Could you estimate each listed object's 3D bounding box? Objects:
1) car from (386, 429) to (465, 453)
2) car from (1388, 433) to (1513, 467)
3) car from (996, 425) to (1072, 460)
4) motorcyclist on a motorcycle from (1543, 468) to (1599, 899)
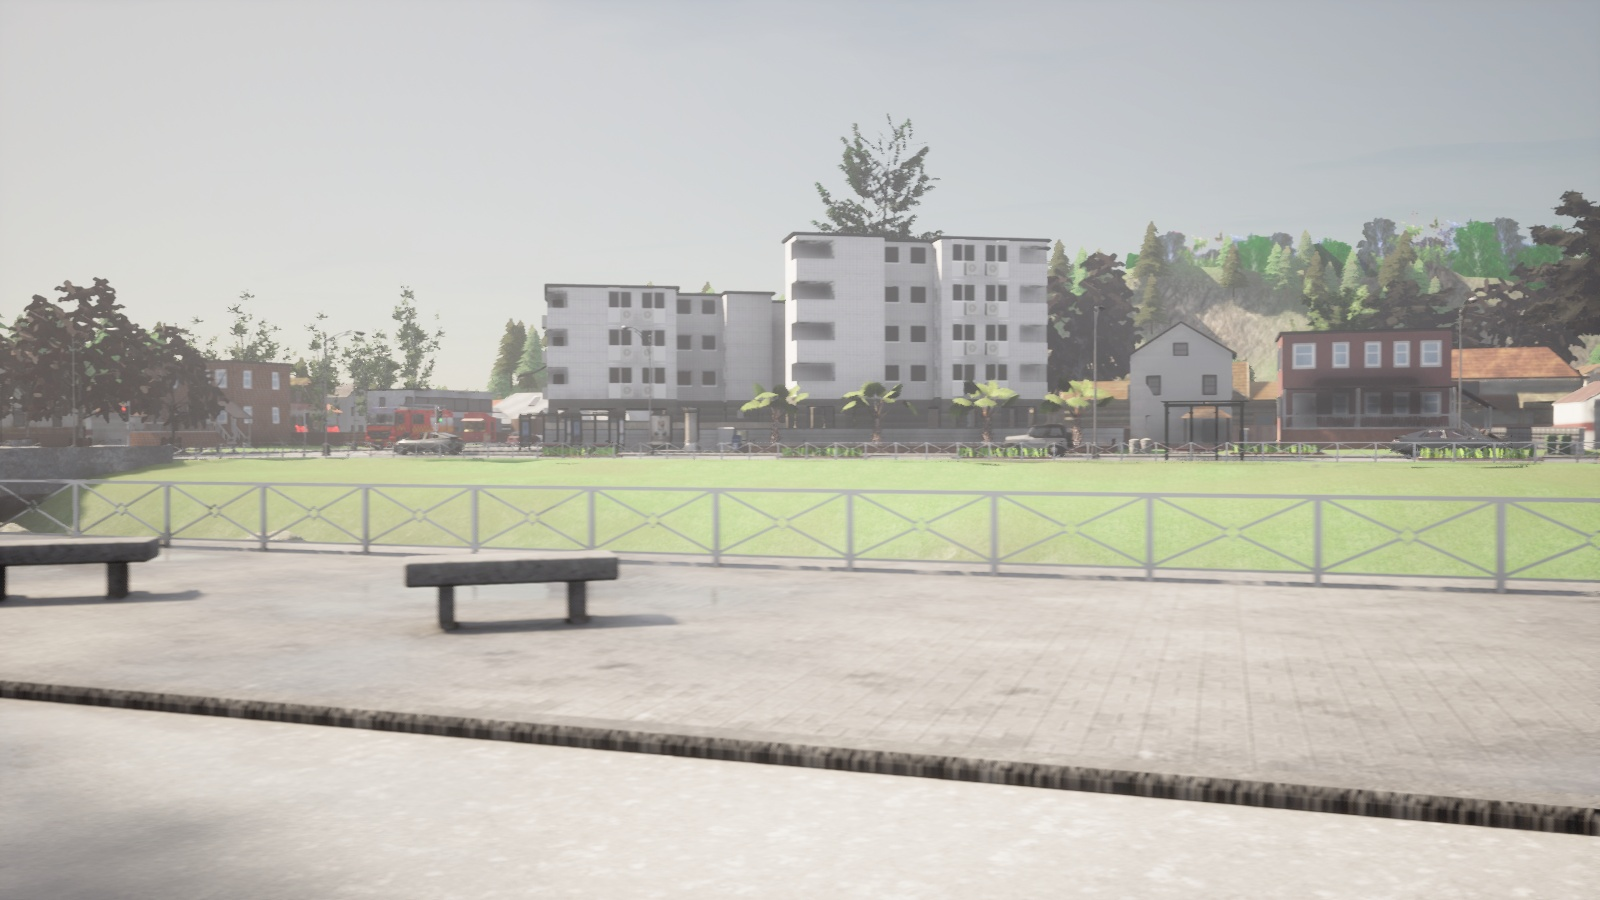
[{"bbox_3d":[-24.199,-0.618,81.192,4.514,1.525,2.007,1,1,19],"label":"car"},{"bbox_3d":[30.279,-0.042,58.629,4.902,1.511,2.128,1,1,19],"label":"car"},{"bbox_3d":[12.815,-0.430,68.728,3.866,1.878,1.905,1,1,19],"label":"car"},{"bbox_3d":[2.965,0.829,2.723,2.191,1.530,0.866,1,1,19],"label":"motorcyclist on a motorcycle"}]
